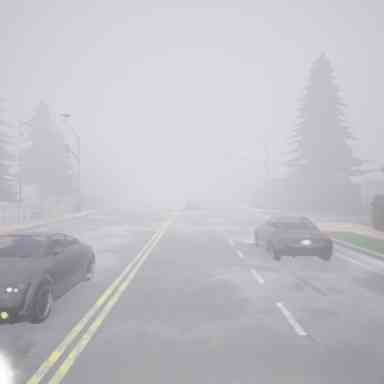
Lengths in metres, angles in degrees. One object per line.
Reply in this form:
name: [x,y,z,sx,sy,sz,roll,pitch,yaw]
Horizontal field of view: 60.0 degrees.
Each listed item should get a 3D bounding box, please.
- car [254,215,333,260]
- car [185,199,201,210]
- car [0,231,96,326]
car: [3.594,1.562,12.465,1.994,1.385,4.181,0,0,0]
car: [0.081,1.561,42.698,1.994,1.385,4.181,0,0,0]
car: [-3.531,1.563,7.060,1.994,1.385,4.181,0,0,1]
